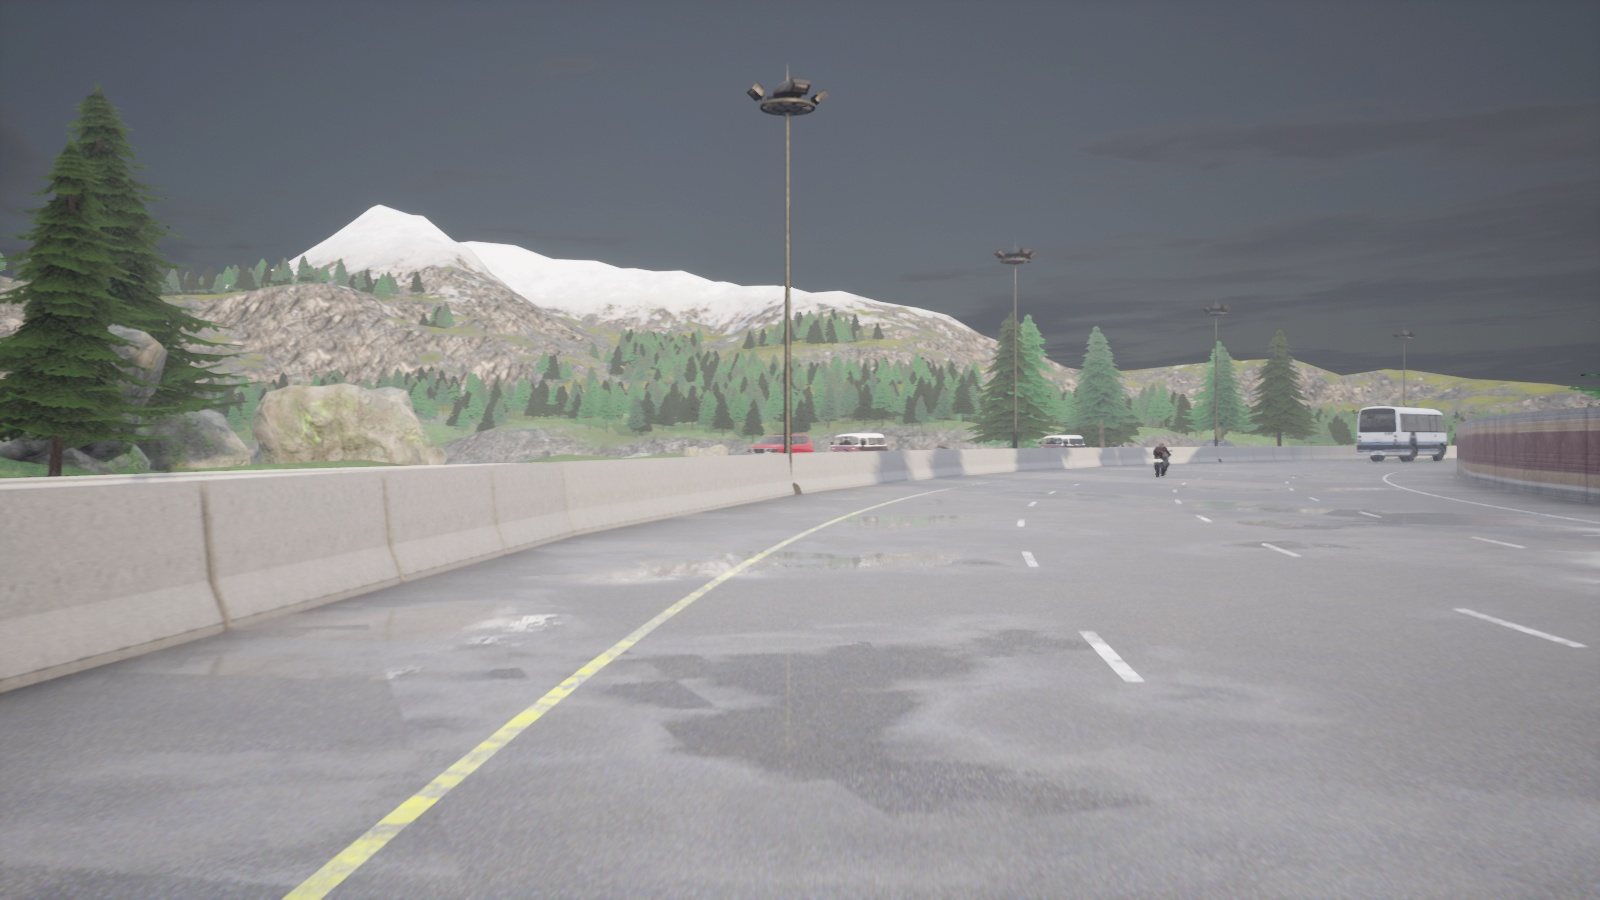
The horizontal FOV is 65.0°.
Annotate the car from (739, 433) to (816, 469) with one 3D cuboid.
[{"bbox_3d":[-1.307,0.039,75.341,2.150,2.045,5.566,0,0,28],"label":"car"}]

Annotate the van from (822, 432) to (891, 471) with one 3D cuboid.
[{"bbox_3d":[3.117,0.086,68.689,2.069,2.038,4.480,0,0,27],"label":"van"}]

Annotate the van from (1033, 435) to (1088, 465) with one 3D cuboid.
[{"bbox_3d":[17.896,0.004,86.248,2.069,2.038,4.480,0,0,35],"label":"van"}]

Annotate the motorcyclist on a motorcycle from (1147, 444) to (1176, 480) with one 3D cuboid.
[{"bbox_3d":[15.754,0.491,54.731,0.866,1.530,2.191,1,1,24],"label":"motorcyclist on a motorcycle"}]
